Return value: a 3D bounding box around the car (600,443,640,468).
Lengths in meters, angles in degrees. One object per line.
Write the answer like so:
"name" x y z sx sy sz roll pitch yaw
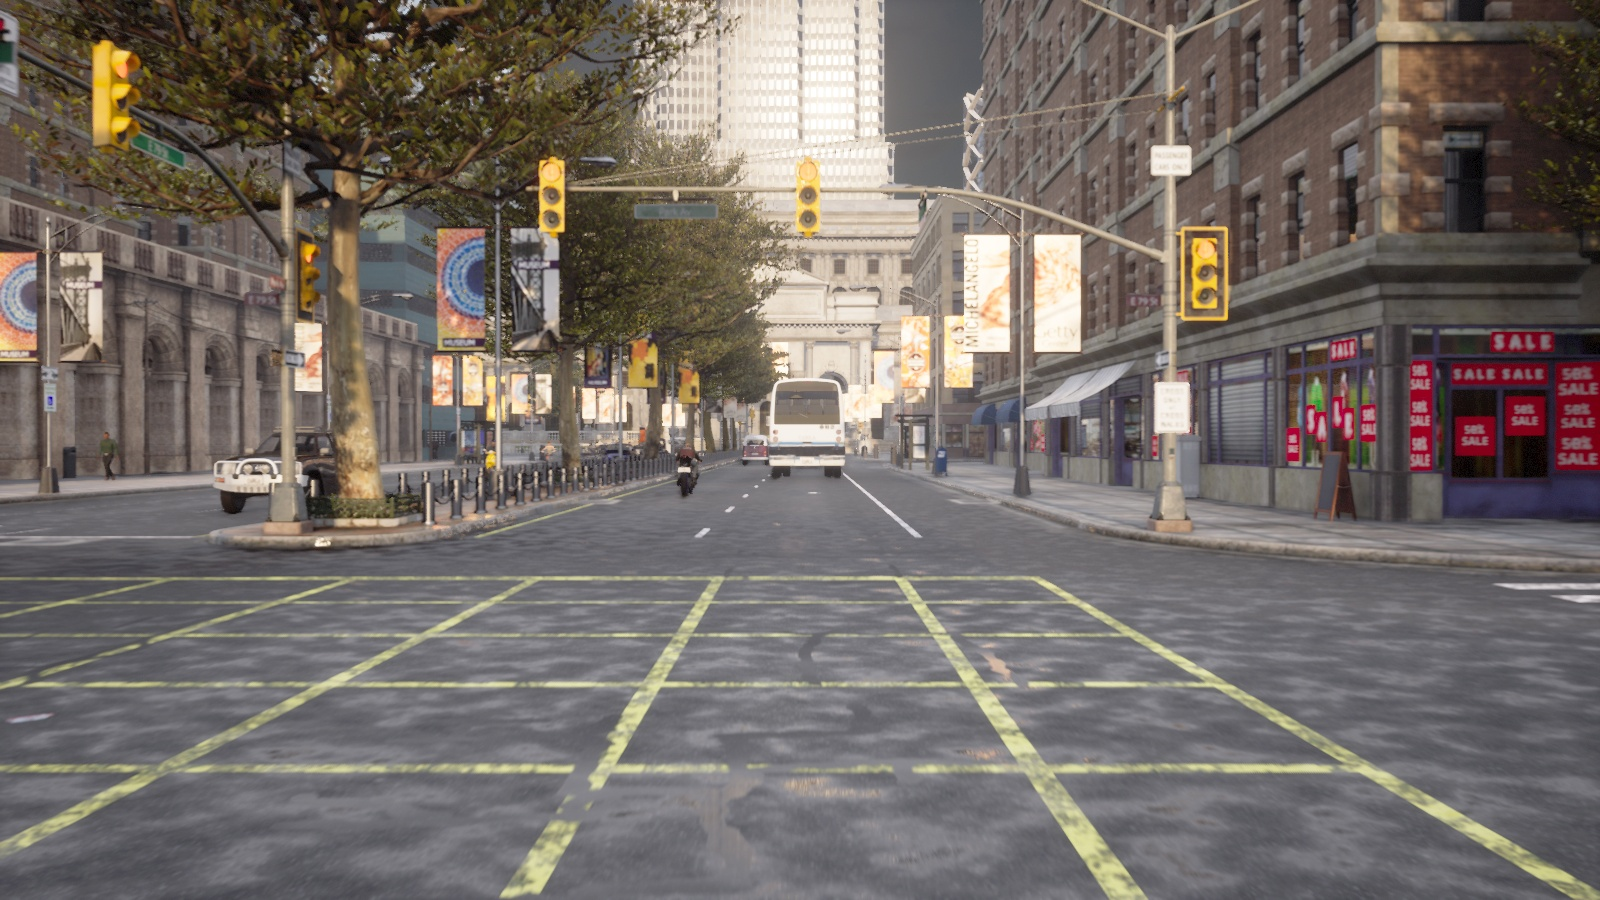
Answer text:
"car" -11.050 0.316 77.206 1.816 1.474 4.193 0 0 0

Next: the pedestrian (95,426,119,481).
"pedestrian" -24.787 0.130 44.902 0.423 1.949 0.788 0 0 0

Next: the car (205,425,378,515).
"car" -11.266 0.395 28.214 1.932 1.855 4.605 0 0 1

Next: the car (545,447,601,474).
"car" -11.136 0.489 61.852 1.895 1.301 4.718 0 0 0

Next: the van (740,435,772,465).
"van" -2.997 -0.020 86.410 2.069 2.038 4.480 0 0 0

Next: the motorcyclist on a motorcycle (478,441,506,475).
"motorcyclist on a motorcycle" -14.648 0.351 59.829 0.866 1.590 1.817 0 0 0

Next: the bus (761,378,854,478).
"bus" 0.348 -0.960 58.480 3.944 4.253 10.273 0 0 0

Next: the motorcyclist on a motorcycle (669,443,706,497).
"motorcyclist on a motorcycle" -3.278 0.572 36.710 0.866 1.530 2.191 0 0 0
